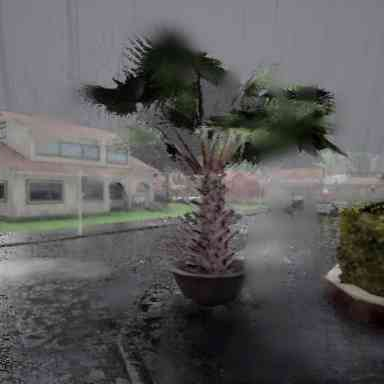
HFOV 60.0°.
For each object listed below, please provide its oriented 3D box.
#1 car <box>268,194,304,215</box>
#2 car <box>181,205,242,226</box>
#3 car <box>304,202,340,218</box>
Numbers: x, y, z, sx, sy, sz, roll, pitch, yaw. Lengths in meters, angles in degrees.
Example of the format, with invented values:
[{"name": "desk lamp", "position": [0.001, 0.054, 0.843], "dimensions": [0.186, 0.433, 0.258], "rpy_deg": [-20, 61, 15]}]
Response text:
[{"name": "car", "position": [9.712, 1.201, 33.897], "dimensions": [2.150, 2.045, 5.566], "rpy_deg": [0, 0, 36]}, {"name": "car", "position": [1.517, 1.528, 22.521], "dimensions": [2.033, 1.411, 5.357], "rpy_deg": [0, 0, 36]}, {"name": "car", "position": [11.856, 1.551, 29.765], "dimensions": [1.994, 1.385, 4.181], "rpy_deg": [0, 0, 36]}]
